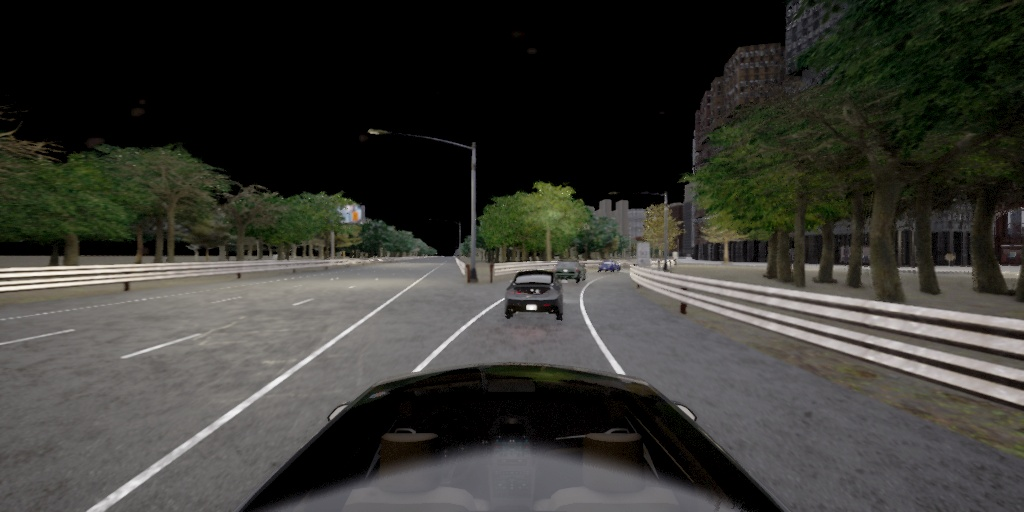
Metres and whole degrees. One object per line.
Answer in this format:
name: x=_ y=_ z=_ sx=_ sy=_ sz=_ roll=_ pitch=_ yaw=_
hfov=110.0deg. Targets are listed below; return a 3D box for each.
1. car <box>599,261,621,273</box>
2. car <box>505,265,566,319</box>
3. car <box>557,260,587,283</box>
car: x=12.224 y=1.293 z=44.677 sx=1.812 sy=1.442 sz=4.674 roll=0 pitch=0 yaw=31
car: x=0.914 y=1.255 z=12.865 sx=1.837 sy=1.490 sz=4.892 roll=0 pitch=0 yaw=8
car: x=4.614 y=1.107 z=28.328 sx=2.097 sy=1.767 sz=4.553 roll=1 pitch=0 yaw=19
